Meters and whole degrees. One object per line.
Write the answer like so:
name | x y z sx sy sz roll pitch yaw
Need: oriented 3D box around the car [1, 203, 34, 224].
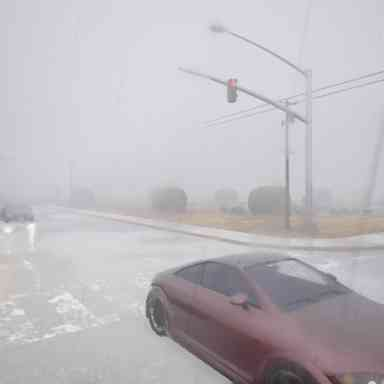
car | -13.262 1.580 25.210 1.812 1.442 4.674 0 1 -35

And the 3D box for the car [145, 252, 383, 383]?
car | 1.018 1.600 4.592 1.994 1.385 4.181 0 0 -35
